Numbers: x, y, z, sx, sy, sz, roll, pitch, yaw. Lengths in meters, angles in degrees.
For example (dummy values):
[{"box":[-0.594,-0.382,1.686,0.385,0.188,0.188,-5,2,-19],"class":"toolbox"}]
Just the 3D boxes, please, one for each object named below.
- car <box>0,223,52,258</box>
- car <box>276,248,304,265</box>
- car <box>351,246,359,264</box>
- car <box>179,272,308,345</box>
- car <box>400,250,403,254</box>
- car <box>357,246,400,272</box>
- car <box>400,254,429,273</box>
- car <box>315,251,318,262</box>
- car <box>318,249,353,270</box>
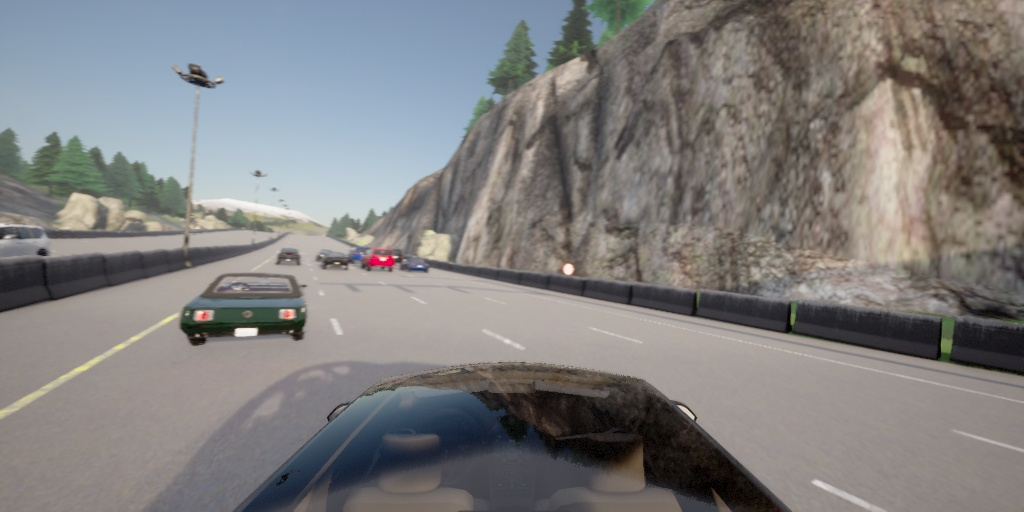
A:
[{"box":[-22.195,-0.424,15.014,2.150,2.045,5.566,4,0,-31],"class":"car"},{"box":[-20.568,-0.006,33.167,1.837,1.490,4.892,4,1,-31],"class":"car"},{"box":[-17.906,-0.121,42.241,2.150,2.045,5.566,4,0,-30],"class":"car"},{"box":[-5.852,1.021,8.319,1.895,1.301,4.718,4,-1,-31],"class":"car"},{"box":[-14.857,0.097,43.947,2.150,2.045,5.566,4,0,-30],"class":"car"},{"box":[-12.304,0.299,32.761,2.150,2.045,5.566,4,0,-31],"class":"car"},{"box":[-9.522,0.840,34.878,1.994,1.385,4.181,4,0,-31],"class":"car"},{"box":[-21.423,-0.072,41.305,1.812,1.442,4.674,4,0,-30],"class":"car"},{"box":[-15.317,0.341,30.962,1.882,1.535,5.008,4,0,-31],"class":"car"}]
